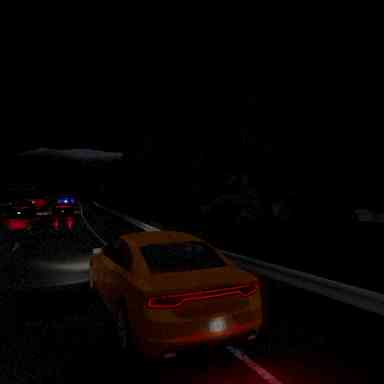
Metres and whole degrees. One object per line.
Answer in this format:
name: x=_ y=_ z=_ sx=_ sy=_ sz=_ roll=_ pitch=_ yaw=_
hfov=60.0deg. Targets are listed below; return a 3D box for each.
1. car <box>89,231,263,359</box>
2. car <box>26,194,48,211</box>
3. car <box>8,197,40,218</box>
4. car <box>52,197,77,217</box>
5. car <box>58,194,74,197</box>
car: x=-0.725 y=1.478 z=6.312 sx=1.882 sy=1.535 sz=5.008 roll=0 pitch=0 yaw=-25
car: x=-18.747 y=1.221 z=39.971 sx=2.150 sy=2.045 sz=5.566 roll=0 pitch=0 yaw=-19
car: x=-15.288 y=1.505 z=30.091 sx=1.837 sy=1.490 sz=4.892 roll=0 pitch=0 yaw=-20
car: x=-12.119 y=1.491 z=31.495 sx=2.128 sy=1.511 sz=4.902 roll=0 pitch=0 yaw=-19
car: x=-15.587 y=1.221 z=41.379 sx=2.150 sy=2.045 sz=5.566 roll=0 pitch=0 yaw=-19
